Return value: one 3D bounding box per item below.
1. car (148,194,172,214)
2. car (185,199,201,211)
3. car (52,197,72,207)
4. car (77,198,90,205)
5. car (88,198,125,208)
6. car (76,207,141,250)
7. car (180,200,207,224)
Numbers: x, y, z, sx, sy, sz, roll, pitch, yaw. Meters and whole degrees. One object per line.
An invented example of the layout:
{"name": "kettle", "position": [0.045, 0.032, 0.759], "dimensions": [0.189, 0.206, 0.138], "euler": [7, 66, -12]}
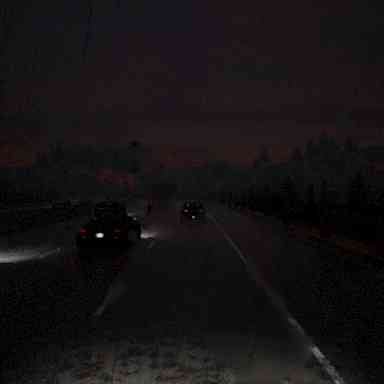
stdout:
{"name": "car", "position": [-3.394, 1.259, 35.694], "dimensions": [2.150, 2.045, 5.566], "euler": [0, 0, 0]}
{"name": "car", "position": [0.107, 1.657, 42.950], "dimensions": [1.895, 1.301, 4.718], "euler": [0, 0, 0]}
{"name": "car", "position": [-21.152, 1.619, 54.230], "dimensions": [1.812, 1.442, 4.674], "euler": [0, 0, -1]}
{"name": "car", "position": [-17.701, 1.661, 55.427], "dimensions": [1.994, 1.385, 4.181], "euler": [0, 0, -1]}
{"name": "car", "position": [-6.895, 1.512, 28.424], "dimensions": [2.128, 1.511, 4.902], "euler": [0, 0, 0]}
{"name": "car", "position": [-3.399, 1.567, 14.265], "dimensions": [1.994, 1.385, 4.181], "euler": [0, 0, 0]}
{"name": "car", "position": [0.104, 1.508, 25.055], "dimensions": [2.128, 1.511, 4.902], "euler": [0, 0, 0]}
